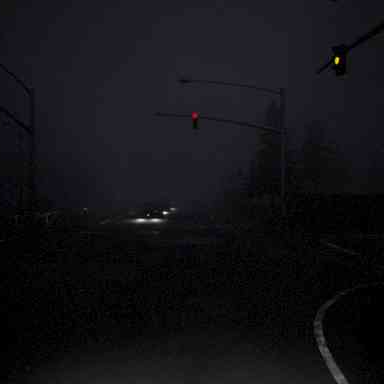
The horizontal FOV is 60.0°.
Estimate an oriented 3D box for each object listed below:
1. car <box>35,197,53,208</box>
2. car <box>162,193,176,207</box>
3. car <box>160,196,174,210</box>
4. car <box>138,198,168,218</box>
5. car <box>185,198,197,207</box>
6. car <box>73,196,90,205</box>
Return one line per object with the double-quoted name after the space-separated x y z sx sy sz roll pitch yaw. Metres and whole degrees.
-20.631 1.384 45.590 1.970 1.475 3.806 0 0 0 "car"
-3.678 1.221 51.019 2.150 2.045 5.566 0 0 -2 "car"
-3.703 1.547 40.666 2.033 1.411 5.357 0 0 0 "car"
-3.682 1.547 30.561 2.033 1.411 5.357 0 0 0 "car"
-0.137 1.601 51.214 1.895 1.301 4.718 0 0 0 "car"
-17.597 1.374 52.990 1.845 1.501 3.633 0 0 0 "car"
